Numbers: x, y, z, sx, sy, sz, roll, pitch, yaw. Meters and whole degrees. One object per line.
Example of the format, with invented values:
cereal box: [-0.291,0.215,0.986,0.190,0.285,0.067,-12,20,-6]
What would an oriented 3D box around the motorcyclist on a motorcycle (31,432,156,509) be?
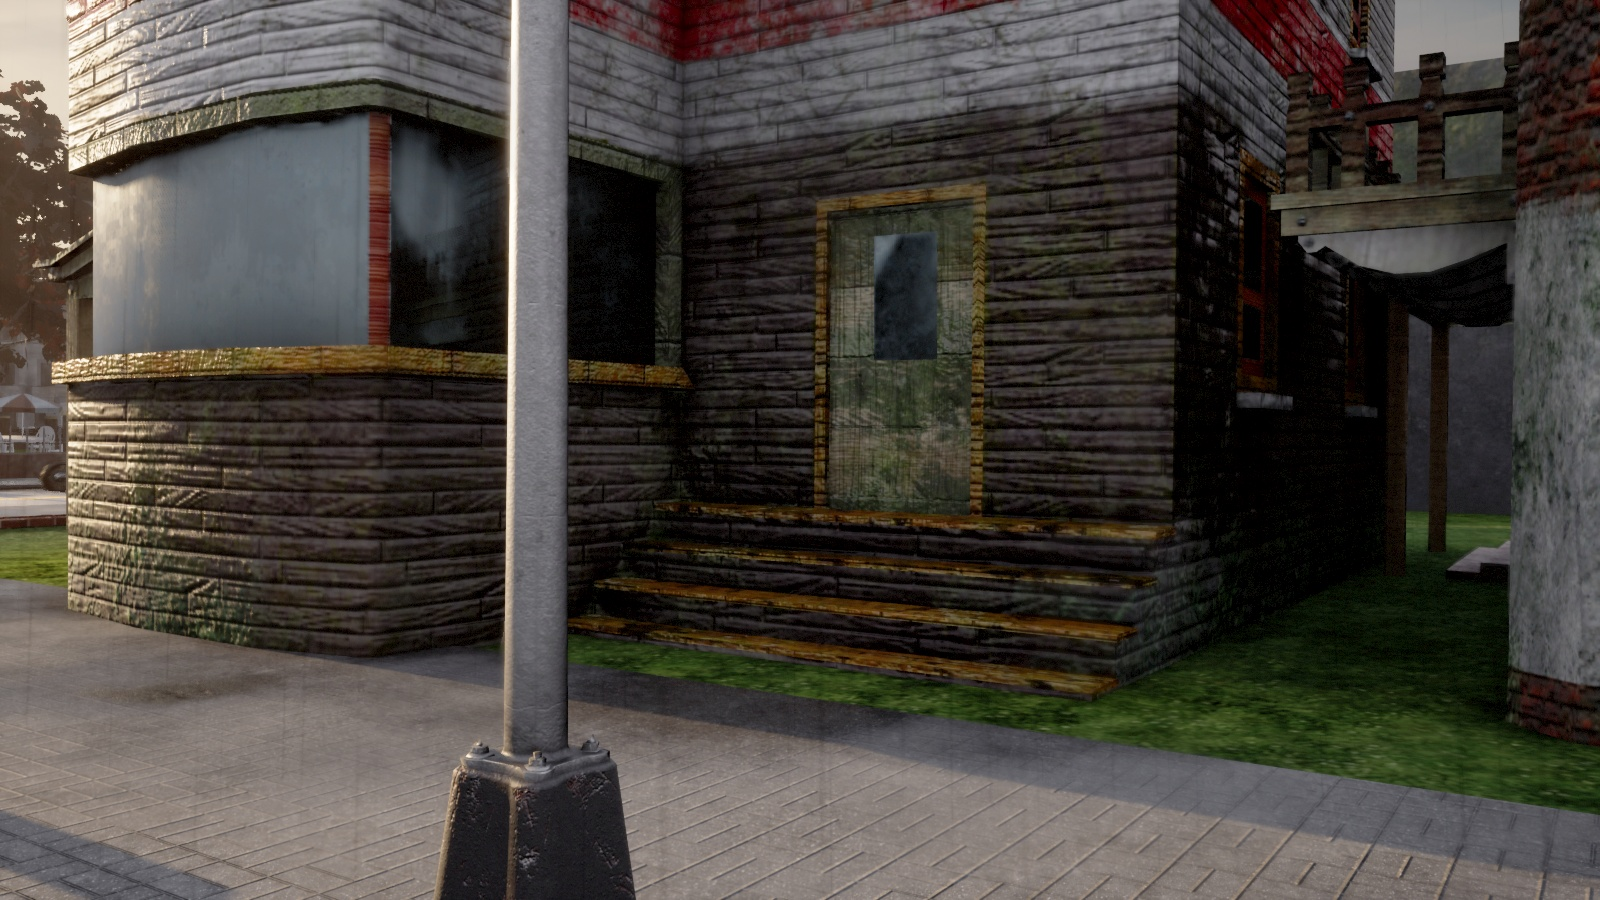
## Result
motorcyclist on a motorcycle: [-16.015,0.437,28.520,0.766,1.649,2.350,0,1,34]

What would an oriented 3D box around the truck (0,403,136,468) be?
truck: [-42.241,-0.836,70.900,2.891,3.462,7.936,0,1,33]
